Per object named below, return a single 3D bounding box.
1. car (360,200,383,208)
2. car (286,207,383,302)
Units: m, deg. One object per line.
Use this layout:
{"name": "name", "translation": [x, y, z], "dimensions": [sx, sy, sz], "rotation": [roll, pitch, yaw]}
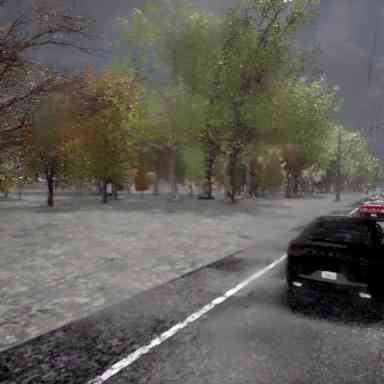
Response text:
{"name": "car", "translation": [13.186, 1.236, 23.937], "dimensions": [1.895, 1.301, 4.718], "rotation": [2, 2, 31]}
{"name": "car", "translation": [3.765, 1.329, 8.151], "dimensions": [1.882, 1.535, 5.008], "rotation": [2, 2, 31]}
